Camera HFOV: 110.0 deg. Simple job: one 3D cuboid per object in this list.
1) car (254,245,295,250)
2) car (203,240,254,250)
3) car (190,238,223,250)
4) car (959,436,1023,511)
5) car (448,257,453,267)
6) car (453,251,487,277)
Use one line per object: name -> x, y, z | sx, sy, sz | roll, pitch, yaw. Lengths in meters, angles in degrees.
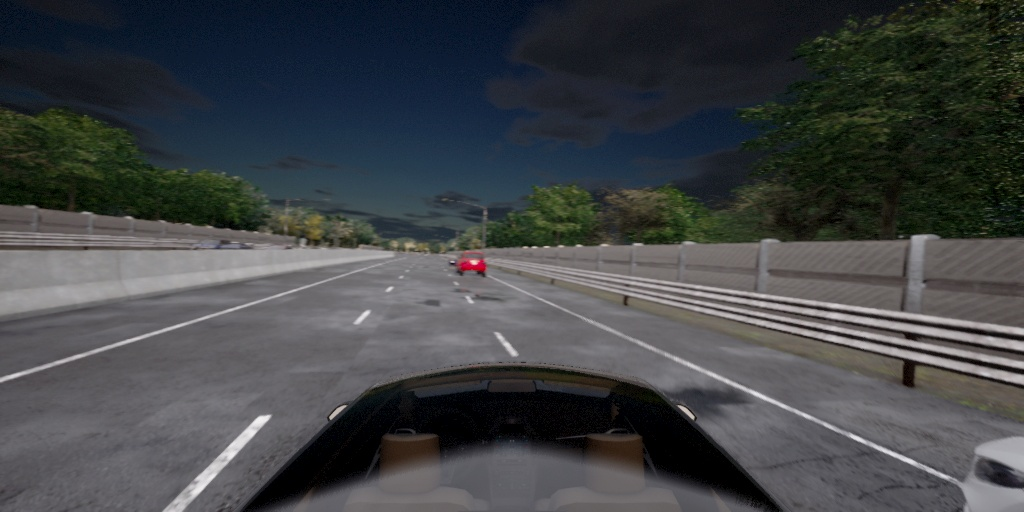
car -> -22.505, -0.328, 34.689 | 1.882, 1.535, 5.008 | 4, 0, -13
car -> -25.831, -0.470, 33.549 | 2.033, 1.411, 5.357 | 4, 0, -13
car -> -30.001, -0.934, 36.089 | 2.097, 1.767, 4.553 | 4, 0, -13
car -> 4.503, 1.562, 0.681 | 1.812, 1.442, 4.674 | 4, 0, -13
car -> -7.473, 0.757, 47.635 | 1.895, 1.301, 4.718 | 4, 0, -13
car -> -3.558, 0.641, 31.053 | 2.150, 2.045, 5.566 | 4, 0, -13
